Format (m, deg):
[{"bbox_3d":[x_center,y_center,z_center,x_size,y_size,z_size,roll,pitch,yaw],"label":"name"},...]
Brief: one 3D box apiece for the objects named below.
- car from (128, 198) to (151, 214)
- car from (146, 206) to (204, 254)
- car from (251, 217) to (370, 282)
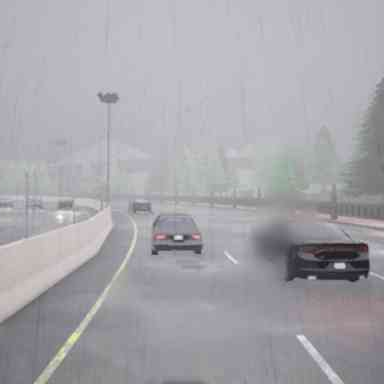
[{"bbox_3d":[-5.572,1.413,35.308,1.882,1.535,5.008,0,0,-18],"label":"car"},{"bbox_3d":[-0.710,1.531,13.392,2.033,1.411,5.357,0,0,-6],"label":"car"},{"bbox_3d":[3.137,1.486,9.875,1.882,1.535,5.008,0,0,-4],"label":"car"}]
